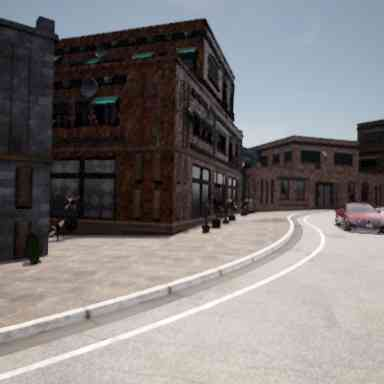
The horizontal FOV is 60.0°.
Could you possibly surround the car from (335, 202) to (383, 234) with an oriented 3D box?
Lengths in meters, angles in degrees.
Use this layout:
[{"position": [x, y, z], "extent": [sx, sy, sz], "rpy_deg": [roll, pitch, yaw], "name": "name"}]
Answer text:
[{"position": [9.071, 1.324, 18.193], "extent": [1.812, 1.442, 4.674], "rpy_deg": [1, 1, 14], "name": "car"}]
